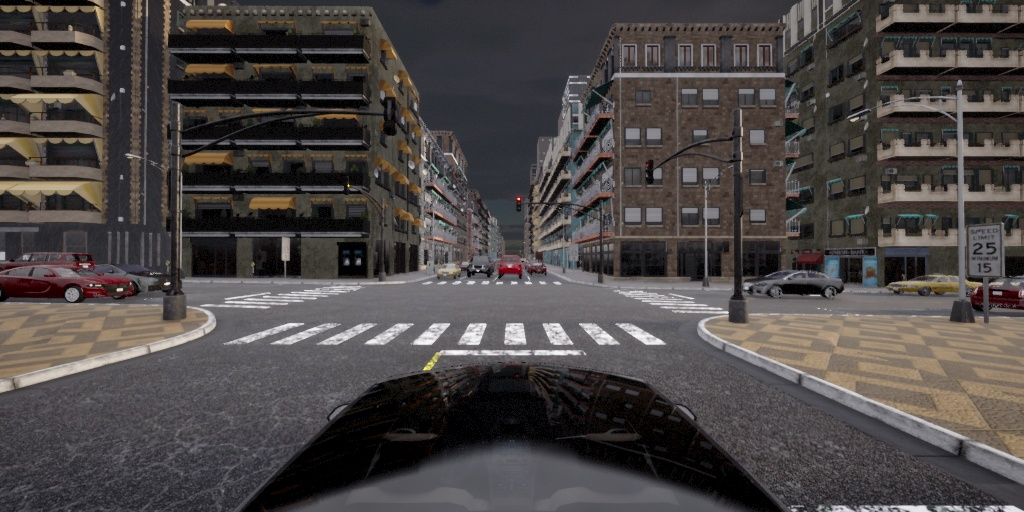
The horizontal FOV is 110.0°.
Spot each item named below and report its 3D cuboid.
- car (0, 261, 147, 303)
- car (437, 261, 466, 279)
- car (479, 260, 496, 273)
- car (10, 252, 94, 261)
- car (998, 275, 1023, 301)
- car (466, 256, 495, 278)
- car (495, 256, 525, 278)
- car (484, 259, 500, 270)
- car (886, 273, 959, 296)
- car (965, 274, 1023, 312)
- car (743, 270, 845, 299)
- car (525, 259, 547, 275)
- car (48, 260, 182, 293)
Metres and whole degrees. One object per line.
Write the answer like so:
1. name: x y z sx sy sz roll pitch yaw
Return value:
1. car: -17.251 1.012 13.684 4.507 1.381 1.888 0 0 0
2. car: -5.659 1.283 32.645 1.751 1.417 4.829 0 0 0
3. car: -3.056 1.266 45.260 1.837 1.490 4.892 0 0 0
4. car: -28.626 0.687 21.989 5.009 1.841 2.192 0 0 0
5. car: 30.875 1.821 19.794 5.357 1.411 2.033 1 -1 0
6. car: -3.067 0.980 35.221 2.150 2.045 5.566 0 0 0
7. car: -0.066 0.981 33.960 2.150 2.045 5.566 0 0 2
8. car: -3.037 1.257 55.707 2.128 1.511 4.902 0 0 0
9. car: 26.266 1.755 22.318 4.829 1.417 1.751 0 0 0
10. car: 20.847 1.501 13.968 4.097 1.591 1.967 0 0 0
11. car: 15.322 1.522 19.696 4.902 1.511 2.128 1 -1 -1
12. car: 2.727 1.304 38.316 1.888 1.381 4.507 0 0 0
13. car: -17.663 1.050 16.275 4.181 1.385 1.994 1 -1 -1
